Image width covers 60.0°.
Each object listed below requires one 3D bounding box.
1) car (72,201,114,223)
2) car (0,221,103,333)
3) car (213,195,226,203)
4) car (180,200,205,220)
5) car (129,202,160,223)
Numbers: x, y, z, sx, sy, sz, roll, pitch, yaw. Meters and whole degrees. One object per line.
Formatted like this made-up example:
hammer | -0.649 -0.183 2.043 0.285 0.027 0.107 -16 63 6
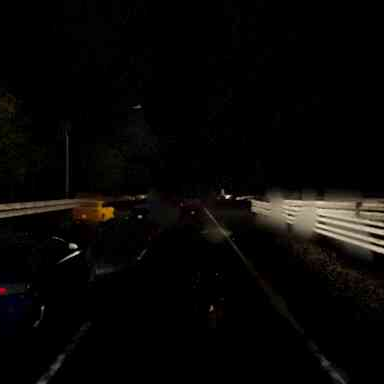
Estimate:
car | -6.940 1.406 23.862 1.882 1.535 5.008 0 0 0
car | -3.414 1.548 6.743 1.994 1.385 4.181 0 0 0
car | 5.170 1.350 63.555 2.128 1.511 4.902 0 0 -7
car | 0.056 1.394 27.473 1.882 1.535 5.008 0 0 0
car | -3.441 1.452 24.372 1.812 1.442 4.674 0 0 0
